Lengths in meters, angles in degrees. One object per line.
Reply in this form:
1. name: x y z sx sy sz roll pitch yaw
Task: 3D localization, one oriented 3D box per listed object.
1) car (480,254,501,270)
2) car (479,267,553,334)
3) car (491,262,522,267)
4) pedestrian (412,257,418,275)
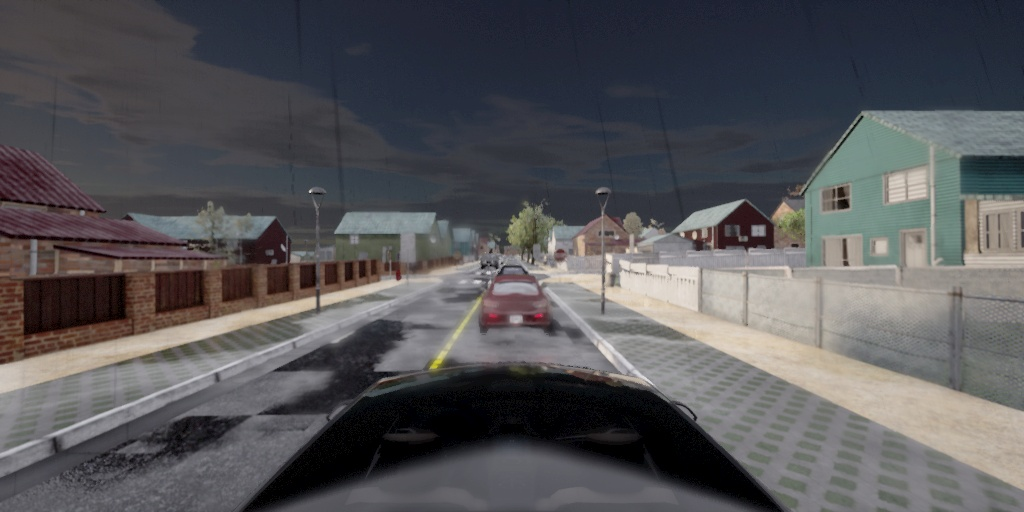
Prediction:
1. car: -2.880 0.702 46.851 2.150 2.045 5.566 0 0 0
2. car: 0.085 1.227 10.285 1.812 1.442 4.674 0 0 0
3. car: 0.016 1.208 20.232 1.994 1.385 4.181 0 0 -2
4. pedestrian: -9.720 1.008 35.847 0.375 1.860 0.375 0 1 0
